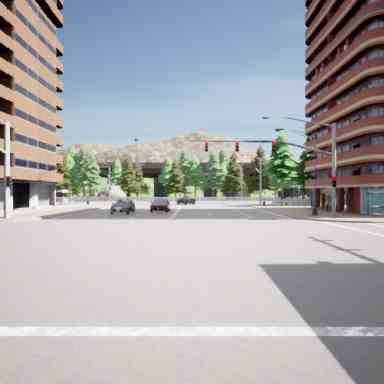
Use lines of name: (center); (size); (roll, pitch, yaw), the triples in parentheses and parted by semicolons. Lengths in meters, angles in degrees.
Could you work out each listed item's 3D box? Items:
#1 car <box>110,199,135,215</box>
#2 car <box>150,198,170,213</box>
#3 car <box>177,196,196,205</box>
car: (-7.066, 1.492, 34.303); (2.128, 1.511, 4.902); (0, 0, 0)
car: (-3.545, 1.478, 37.625); (1.882, 1.535, 5.008); (0, 0, 0)
car: (-1.086, 1.478, 58.871); (2.128, 1.511, 4.902); (0, 0, -27)
